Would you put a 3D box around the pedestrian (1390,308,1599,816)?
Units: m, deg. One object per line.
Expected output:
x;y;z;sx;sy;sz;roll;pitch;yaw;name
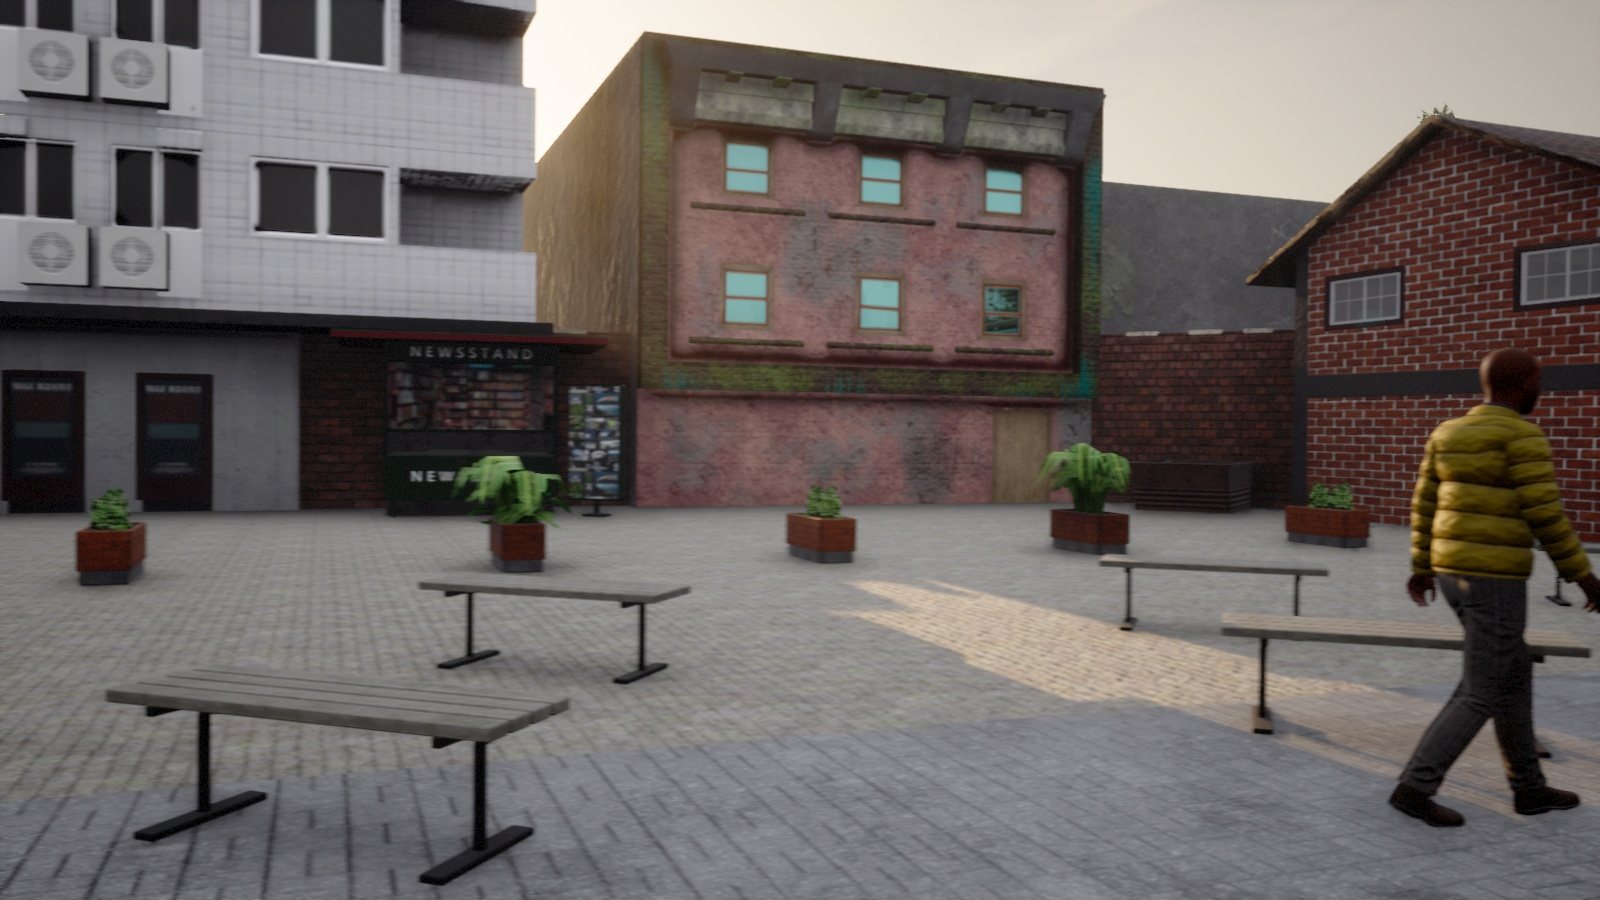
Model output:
2.686;0.402;4.753;0.726;1.835;0.370;-1;1;-5;pedestrian
